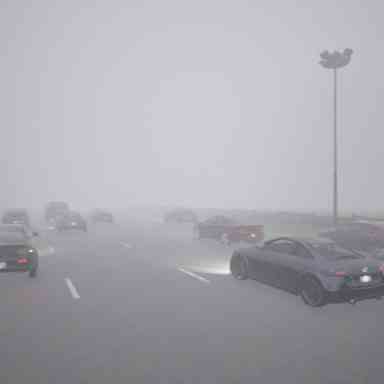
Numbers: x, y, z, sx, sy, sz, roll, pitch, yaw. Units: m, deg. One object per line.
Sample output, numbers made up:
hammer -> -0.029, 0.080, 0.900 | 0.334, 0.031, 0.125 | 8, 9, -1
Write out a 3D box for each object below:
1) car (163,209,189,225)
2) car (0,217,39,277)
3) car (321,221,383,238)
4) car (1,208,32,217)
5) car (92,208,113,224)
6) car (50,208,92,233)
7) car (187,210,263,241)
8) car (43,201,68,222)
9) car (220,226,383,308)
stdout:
car -> -1.207, 2.339, 32.227 | 2.128, 1.511, 4.902 | 1, -2, -27
car -> -5.938, 1.743, 10.525 | 1.812, 1.442, 4.674 | 1, -2, -27
car -> 7.605, 2.015, 14.755 | 1.812, 1.442, 4.674 | 1, -2, -27
car -> -14.271, 2.061, 27.050 | 1.837, 1.490, 4.892 | 1, -2, -27
car -> -8.760, 2.269, 31.649 | 1.812, 1.442, 4.674 | 1, -2, -27
car -> -8.768, 2.102, 23.891 | 1.994, 1.385, 4.181 | 1, -2, -26
car -> 1.854, 1.995, 18.393 | 1.882, 1.535, 5.008 | 1, -1, -27
car -> -13.835, 1.969, 33.963 | 2.150, 2.045, 5.566 | 1, -1, -27
car -> 2.763, 1.839, 8.811 | 1.994, 1.385, 4.181 | 1, -2, -27
